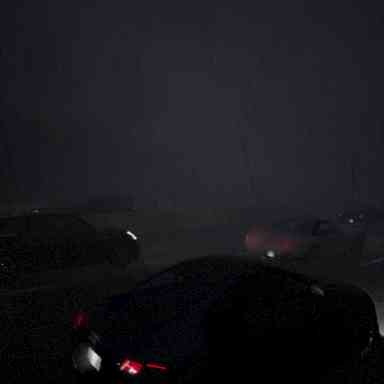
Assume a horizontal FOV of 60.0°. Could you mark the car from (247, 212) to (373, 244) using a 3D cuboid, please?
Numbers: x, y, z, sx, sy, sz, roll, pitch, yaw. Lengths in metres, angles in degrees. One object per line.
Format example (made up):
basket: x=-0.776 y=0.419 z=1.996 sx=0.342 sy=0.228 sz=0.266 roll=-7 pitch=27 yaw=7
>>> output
car: x=4.111 y=1.580 z=11.456 sx=4.718 sy=1.301 sz=1.895 roll=0 pitch=0 yaw=-39

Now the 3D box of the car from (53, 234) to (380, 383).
car: x=0.661 y=1.559 z=4.394 sx=4.181 sy=1.385 sz=1.994 roll=0 pitch=0 yaw=-37

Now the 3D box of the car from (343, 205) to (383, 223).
car: x=11.796 y=1.547 z=22.739 sx=4.718 sy=1.301 sz=1.895 roll=0 pitch=0 yaw=-43

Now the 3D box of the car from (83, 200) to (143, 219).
car: x=-6.984 y=1.504 z=29.781 sx=4.892 sy=1.490 sz=1.837 roll=0 pitch=0 yaw=-40

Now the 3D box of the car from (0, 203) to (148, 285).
car: x=-3.837 y=1.357 z=9.776 sx=4.553 sy=1.767 sz=2.097 roll=0 pitch=0 yaw=-36

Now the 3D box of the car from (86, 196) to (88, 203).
car: x=-6.208 y=1.225 z=21.371 sx=5.566 sy=2.045 sz=2.150 roll=0 pitch=0 yaw=-38
